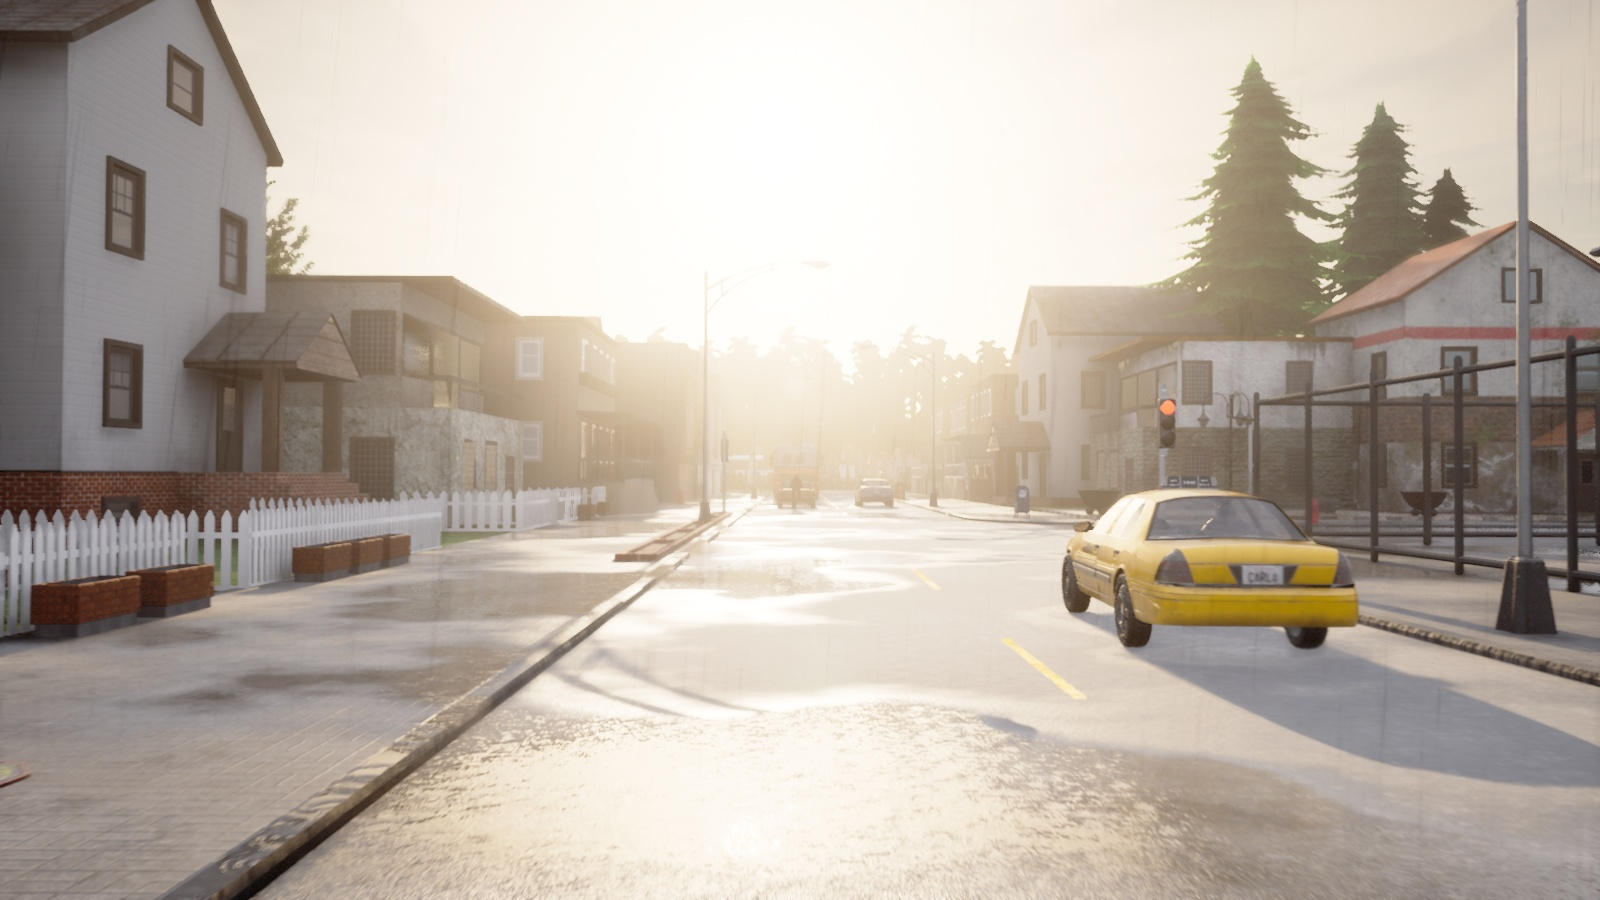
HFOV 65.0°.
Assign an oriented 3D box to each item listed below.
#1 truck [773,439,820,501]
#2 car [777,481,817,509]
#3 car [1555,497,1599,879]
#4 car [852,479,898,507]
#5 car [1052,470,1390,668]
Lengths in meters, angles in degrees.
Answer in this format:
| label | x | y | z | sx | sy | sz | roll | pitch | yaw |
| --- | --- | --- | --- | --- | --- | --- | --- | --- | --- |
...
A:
| label | x | y | z | sx | sy | sz | roll | pitch | yaw |
| --- | --- | --- | --- | --- | --- | --- | --- | --- | --- |
| truck | -0.217 | 1.342 | 81.669 | 2.891 | 3.827 | 8.468 | 0 | -1 | 0 |
| car | -0.163 | 2.216 | 62.702 | 1.895 | 1.301 | 4.718 | 0 | -1 | 0 |
| car | 3.960 | 0.881 | 3.017 | 1.816 | 1.474 | 4.193 | 0 | -1 | 1 |
| car | 3.831 | 2.196 | 65.099 | 2.033 | 1.411 | 5.357 | 0 | -1 | 0 |
| car | 3.901 | 1.007 | 12.727 | 1.801 | 1.575 | 5.366 | 0 | -1 | 2 |
